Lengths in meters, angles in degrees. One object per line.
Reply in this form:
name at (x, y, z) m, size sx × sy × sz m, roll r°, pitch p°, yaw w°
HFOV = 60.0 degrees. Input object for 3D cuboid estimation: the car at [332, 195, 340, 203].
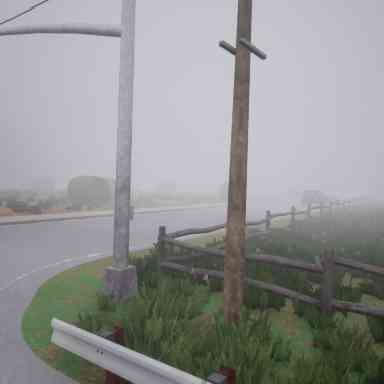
car at (21.214, 1.139, 50.693) m, size 1.994 × 1.385 × 4.181 m, roll 3°, pitch 2°, yaw 33°

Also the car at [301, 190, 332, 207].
car at (15.461, 0.817, 41.796) m, size 2.150 × 2.045 × 5.566 m, roll 3°, pitch 2°, yaw 34°

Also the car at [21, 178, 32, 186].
car at (-39.123, -2.288, 79.210) m, size 1.905 × 1.878 × 3.866 m, roll 8°, pitch 2°, yaw -13°
